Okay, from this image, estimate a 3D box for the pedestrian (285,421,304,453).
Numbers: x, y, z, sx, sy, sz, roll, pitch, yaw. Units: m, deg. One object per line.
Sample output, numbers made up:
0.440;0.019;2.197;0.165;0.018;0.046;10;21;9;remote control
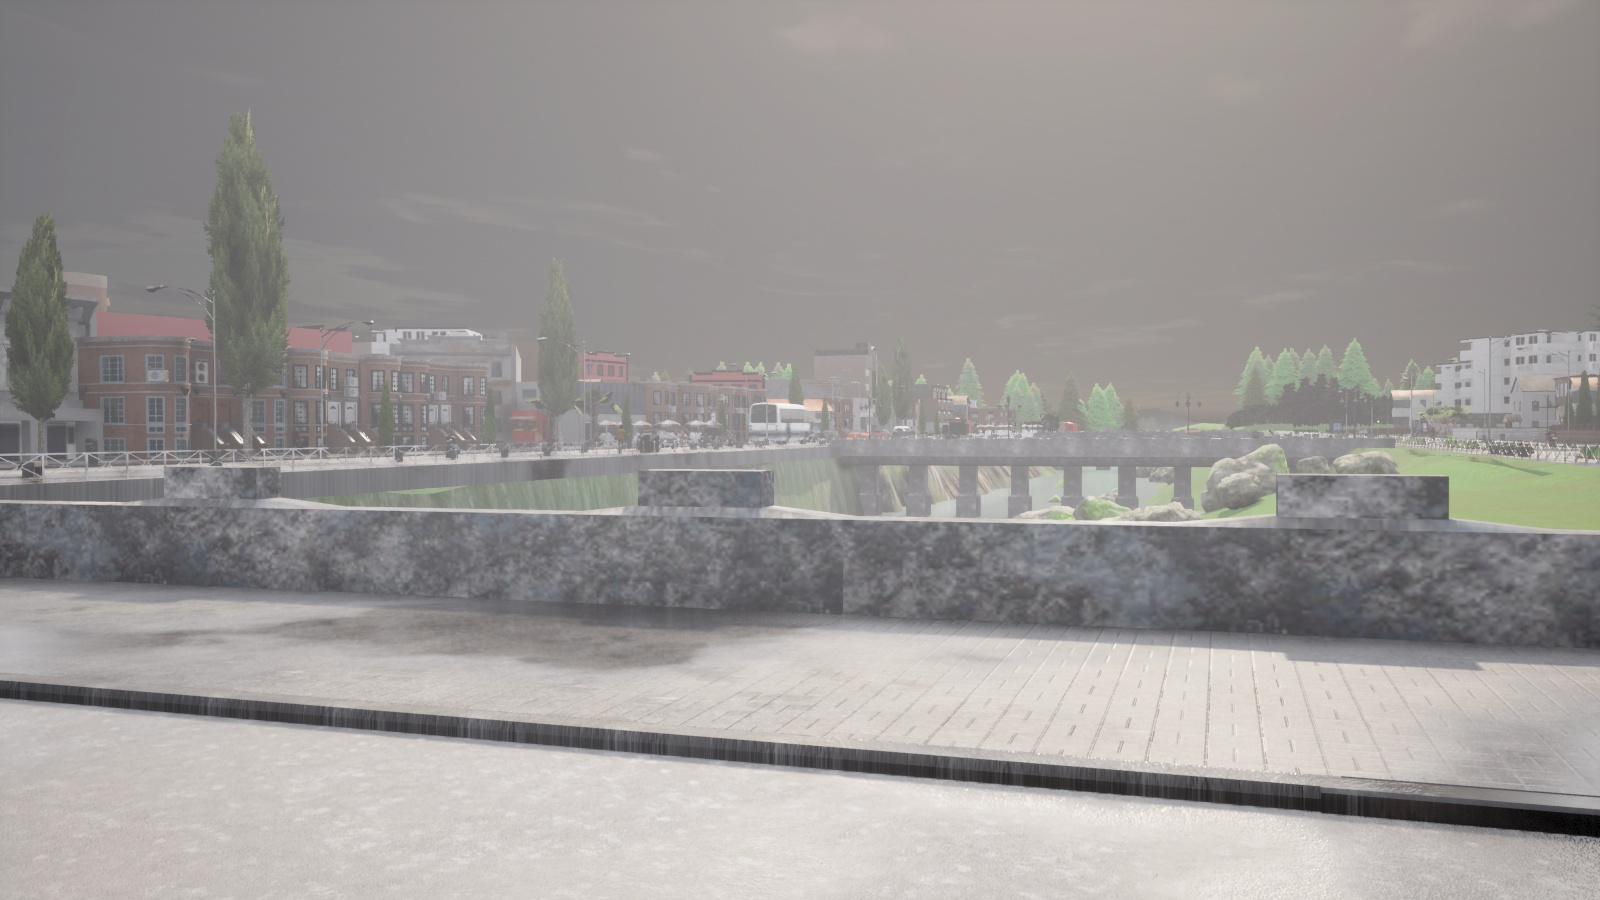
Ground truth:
-30.171;-0.781;74.976;0.634;1.844;0.899;1;1;19;pedestrian
